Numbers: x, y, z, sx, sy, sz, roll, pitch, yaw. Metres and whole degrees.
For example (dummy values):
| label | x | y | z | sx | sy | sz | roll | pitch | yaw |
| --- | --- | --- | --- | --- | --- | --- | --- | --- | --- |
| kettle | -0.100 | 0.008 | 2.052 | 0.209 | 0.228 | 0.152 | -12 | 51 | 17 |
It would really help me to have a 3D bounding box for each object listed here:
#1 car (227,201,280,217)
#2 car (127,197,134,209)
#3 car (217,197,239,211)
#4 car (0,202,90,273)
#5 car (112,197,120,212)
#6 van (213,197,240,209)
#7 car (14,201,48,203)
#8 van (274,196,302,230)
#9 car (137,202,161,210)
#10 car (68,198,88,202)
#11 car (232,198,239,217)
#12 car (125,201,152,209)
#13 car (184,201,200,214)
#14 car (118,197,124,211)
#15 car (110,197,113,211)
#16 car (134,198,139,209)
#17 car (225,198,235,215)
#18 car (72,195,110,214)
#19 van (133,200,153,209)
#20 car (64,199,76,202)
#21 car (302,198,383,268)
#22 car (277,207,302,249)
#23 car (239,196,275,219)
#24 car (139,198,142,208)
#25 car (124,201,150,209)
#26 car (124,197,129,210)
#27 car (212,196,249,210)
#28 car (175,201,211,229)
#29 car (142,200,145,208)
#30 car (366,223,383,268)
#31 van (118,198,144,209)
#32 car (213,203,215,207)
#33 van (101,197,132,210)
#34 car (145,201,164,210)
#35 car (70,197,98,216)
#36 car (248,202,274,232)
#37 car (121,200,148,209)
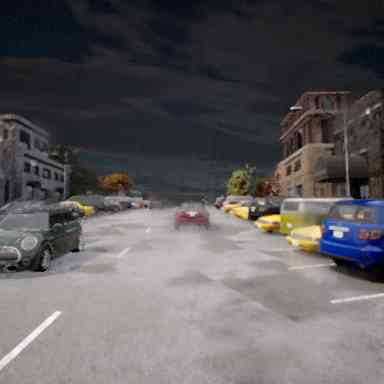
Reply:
| label | x | y | z | sx | sy | sz | roll | pitch | yaw |
| --- | --- | --- | --- | --- | --- | --- | --- | --- | --- |
| car | 6.238 | 1.662 | 33.674 | 4.792 | 1.488 | 2.163 | 1 | -1 | -20 |
| car | -11.540 | 1.901 | 48.306 | 5.008 | 1.535 | 2.097 | 0 | -2 | -20 |
| car | 6.091 | 1.719 | 39.605 | 5.366 | 1.575 | 1.946 | 1 | -1 | -20 |
| car | -5.130 | 1.359 | 10.722 | 2.097 | 1.767 | 4.553 | 0 | 0 | 0 |
| car | -11.544 | 1.718 | 39.508 | 4.892 | 1.521 | 2.231 | -1 | -1 | -20 |
| van | 6.227 | 2.021 | 60.584 | 4.442 | 1.987 | 1.878 | 1 | -2 | -20 |
| car | -11.489 | 1.383 | 21.910 | 4.553 | 1.767 | 2.185 | -1 | 0 | -20 |
| van | 6.438 | 1.280 | 15.776 | 4.442 | 1.987 | 1.878 | 1 | 0 | -20 |
| car | -11.193 | 3.695 | 86.357 | 5.566 | 2.045 | 2.435 | 1 | -6 | -19 |
| car | -11.544 | 1.555 | 27.771 | 5.008 | 1.535 | 2.097 | -1 | -1 | -20 |
| car | 6.449 | 1.565 | 27.768 | 5.366 | 1.575 | 1.946 | 1 | -1 | -20 |
| car | -11.560 | 2.788 | 71.665 | 5.366 | 1.575 | 1.946 | 0 | -4 | -19 |
| car | -0.029 | 1.758 | 39.558 | 1.812 | 1.442 | 4.674 | 0 | -1 | 0 |
| car | -11.517 | 1.646 | 42.449 | 4.553 | 1.767 | 2.185 | 0 | -1 | -20 |
| car | -11.545 | 1.667 | 36.570 | 4.892 | 1.521 | 2.231 | -1 | -1 | -20 |
| car | -11.515 | 2.095 | 54.173 | 4.674 | 1.452 | 2.002 | 0 | -2 | -20 |
| car | 6.097 | 1.589 | 30.632 | 5.366 | 1.575 | 1.946 | 1 | -1 | -20 |
| car | -11.578 | 1.374 | 33.628 | 5.566 | 2.045 | 2.435 | -1 | -1 | -20 |
| van | -11.437 | 2.967 | 77.544 | 4.442 | 1.987 | 1.878 | 1 | -4 | -19 |
| car | -11.522 | 1.528 | 24.840 | 5.008 | 1.535 | 2.097 | -1 | 0 | -20 |
| car | 6.391 | 1.251 | 9.753 | 5.566 | 2.045 | 2.435 | 1 | 0 | -20 |
| car | 6.172 | 1.497 | 12.670 | 5.366 | 1.575 | 1.946 | 1 | 0 | -20 |
| car | 6.324 | 1.272 | 21.734 | 5.566 | 2.045 | 2.435 | 1 | -1 | -20 |
| car | -11.501 | 2.180 | 57.111 | 4.674 | 1.452 | 2.002 | 0 | -2 | -20 |
| car | -11.420 | 2.623 | 68.813 | 4.892 | 1.521 | 2.231 | 0 | -3 | -20 |
| car | -11.514 | 1.864 | 45.388 | 4.792 | 1.488 | 2.163 | 0 | -2 | -20 |
| car | 6.286 | 1.814 | 54.623 | 5.566 | 2.045 | 2.435 | 1 | -1 | -20 |
| car | 0.003 | 1.380 | 21.701 | 2.097 | 1.767 | 4.553 | 0 | 0 | 0 |
| car | -11.453 | 2.262 | 60.044 | 4.792 | 1.488 | 2.163 | 0 | -2 | -20 |
| car | 6.366 | 1.502 | 6.737 | 4.892 | 1.521 | 2.231 | 1 | 0 | -20 |
| van | -11.574 | 2.117 | 62.932 | 4.442 | 1.987 | 1.878 | 0 | -2 | -20 |
| car | 6.319 | 2.015 | 51.653 | 4.792 | 1.488 | 2.163 | 1 | -2 | -20 |
| van | -11.635 | 1.750 | 51.205 | 4.442 | 1.987 | 1.878 | 0 | -1 | -20 |
| car | -5.192 | 2.001 | 49.706 | 2.033 | 1.411 | 5.357 | 0 | -1 | 0 |
| car | -11.718 | 1.583 | 30.644 | 5.366 | 1.575 | 1.946 | -1 | 0 | -20 |
| car | 6.135 | 1.506 | 18.663 | 5.366 | 1.575 | 1.946 | 1 | 0 | -20 |
| car | -11.446 | 2.473 | 65.890 | 5.008 | 1.535 | 2.097 | 0 | -3 | -20 |
